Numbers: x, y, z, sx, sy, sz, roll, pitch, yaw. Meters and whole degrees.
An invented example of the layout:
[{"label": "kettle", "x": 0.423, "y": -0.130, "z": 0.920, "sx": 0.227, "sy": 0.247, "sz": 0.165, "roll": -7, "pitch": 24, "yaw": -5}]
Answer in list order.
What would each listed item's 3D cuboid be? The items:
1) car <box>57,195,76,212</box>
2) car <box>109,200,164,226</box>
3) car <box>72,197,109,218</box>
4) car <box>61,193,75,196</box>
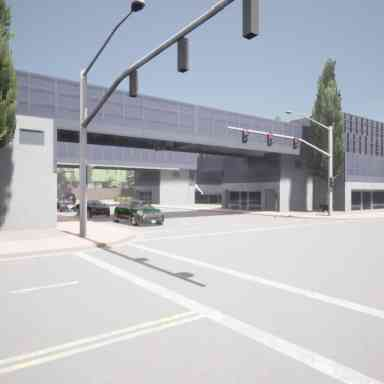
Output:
[{"label": "car", "x": -14.846, "y": 1.492, "z": 38.674, "sx": 2.128, "sy": 1.511, "sz": 4.902, "roll": 0, "pitch": 0, "yaw": -36}, {"label": "car", "x": -3.820, "y": 1.352, "z": 23.514, "sx": 2.097, "sy": 1.767, "sz": 4.553, "roll": 0, "pitch": 0, "yaw": -36}, {"label": "car", "x": -9.268, "y": 1.478, "z": 31.001, "sx": 1.882, "sy": 1.535, "sz": 5.008, "roll": 0, "pitch": 0, "yaw": -36}, {"label": "car", "x": -23.706, "y": 1.221, "z": 63.055, "sx": 2.150, "sy": 2.045, "sz": 5.566, "roll": 0, "pitch": 0, "yaw": -36}]
